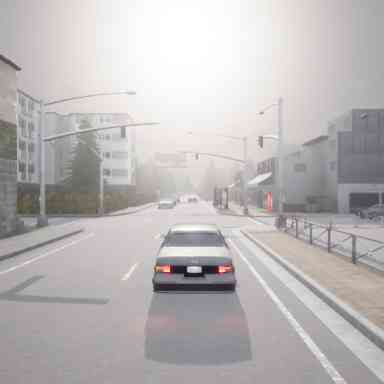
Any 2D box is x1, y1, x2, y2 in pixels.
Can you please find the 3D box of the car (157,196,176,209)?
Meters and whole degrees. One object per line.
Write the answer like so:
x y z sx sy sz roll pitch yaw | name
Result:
-3.561 1.526 45.849 1.812 1.442 4.674 0 0 0 | car

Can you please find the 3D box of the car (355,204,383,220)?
16.739 1.740 29.327 4.181 1.385 1.994 0 0 0 | car

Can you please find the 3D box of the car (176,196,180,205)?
-3.541 1.505 55.853 1.837 1.490 4.892 0 0 0 | car

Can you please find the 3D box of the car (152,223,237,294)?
0.067 1.547 8.944 2.033 1.411 5.357 0 0 1 | car

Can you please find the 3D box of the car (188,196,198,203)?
0.156 1.525 68.830 1.812 1.442 4.674 0 0 0 | car

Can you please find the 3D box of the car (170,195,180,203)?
-3.457 1.477 68.246 1.882 1.535 5.008 0 0 0 | car
